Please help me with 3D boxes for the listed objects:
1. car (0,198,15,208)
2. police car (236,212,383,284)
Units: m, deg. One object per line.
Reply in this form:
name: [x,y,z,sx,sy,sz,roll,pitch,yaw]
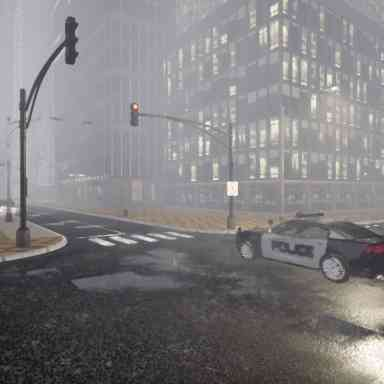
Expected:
car: [-27.833,1.602,49.848,1.895,1.301,4.718,0,0,-35]
police car: [3.386,1.424,9.958,1.930,1.638,5.238,0,0,-34]
